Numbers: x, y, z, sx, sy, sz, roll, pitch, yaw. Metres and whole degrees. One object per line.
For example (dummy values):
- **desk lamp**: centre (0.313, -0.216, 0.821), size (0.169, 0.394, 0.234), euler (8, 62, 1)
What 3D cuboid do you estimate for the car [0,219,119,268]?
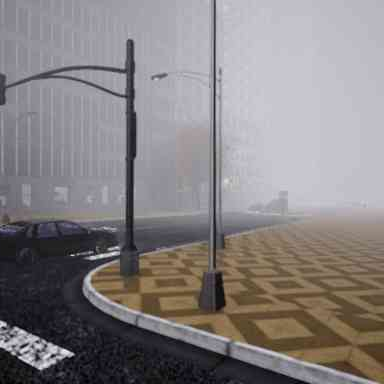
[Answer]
- **car**: centre (-5.086, 1.665, 11.807), size (2.033, 1.411, 5.357), euler (0, -1, 33)

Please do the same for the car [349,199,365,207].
- **car**: centre (41.928, 3.102, 84.591), size (1.882, 1.535, 5.008), euler (0, -1, 33)

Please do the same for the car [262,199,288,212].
- **car**: centre (13.447, 2.100, 52.474), size (2.150, 2.045, 5.566), euler (0, -1, 33)

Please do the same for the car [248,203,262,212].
- **car**: centre (10.729, 2.430, 54.259), size (1.994, 1.385, 4.181), euler (0, -1, 33)

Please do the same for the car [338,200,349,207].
- **car**: centre (39.197, 3.151, 86.354), size (2.033, 1.411, 5.357), euler (0, -1, 33)
